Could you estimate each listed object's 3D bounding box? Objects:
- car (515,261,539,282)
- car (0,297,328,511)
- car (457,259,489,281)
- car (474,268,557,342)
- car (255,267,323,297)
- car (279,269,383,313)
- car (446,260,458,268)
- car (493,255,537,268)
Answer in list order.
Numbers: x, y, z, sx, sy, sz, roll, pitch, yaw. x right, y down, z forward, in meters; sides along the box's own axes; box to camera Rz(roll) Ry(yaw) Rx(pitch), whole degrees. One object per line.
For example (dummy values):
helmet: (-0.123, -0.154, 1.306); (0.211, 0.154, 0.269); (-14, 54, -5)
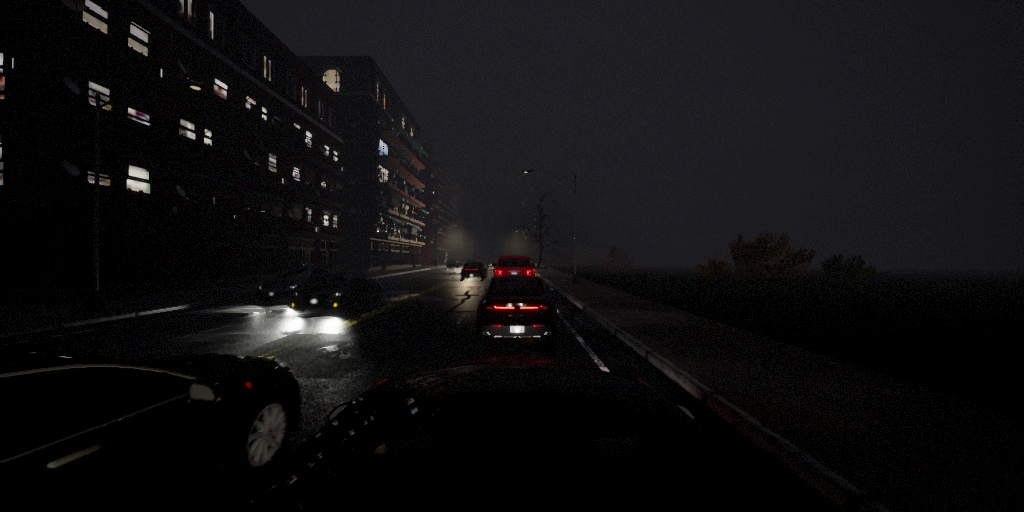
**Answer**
car: (1.161, 1.209, 30.525); (1.801, 1.575, 5.366); (0, 0, 0)
car: (-3.149, 1.254, 1.833); (1.837, 1.490, 4.892); (0, 0, 0)
car: (-3.127, 1.256, 30.117); (1.837, 1.490, 4.892); (0, -1, 0)
car: (0.108, 1.256, 9.771); (1.837, 1.490, 4.892); (0, 0, 0)
car: (-9.838, 1.278, 16.989); (1.812, 1.442, 4.674); (0, 0, 0)
car: (-6.590, 1.316, 13.912); (1.994, 1.385, 4.181); (0, 0, 0)
car: (-9.782, 1.299, 60.077); (2.033, 1.411, 5.357); (0, 0, 0)
car: (0.114, 0.974, 20.118); (2.150, 2.045, 5.566); (0, 0, 0)
